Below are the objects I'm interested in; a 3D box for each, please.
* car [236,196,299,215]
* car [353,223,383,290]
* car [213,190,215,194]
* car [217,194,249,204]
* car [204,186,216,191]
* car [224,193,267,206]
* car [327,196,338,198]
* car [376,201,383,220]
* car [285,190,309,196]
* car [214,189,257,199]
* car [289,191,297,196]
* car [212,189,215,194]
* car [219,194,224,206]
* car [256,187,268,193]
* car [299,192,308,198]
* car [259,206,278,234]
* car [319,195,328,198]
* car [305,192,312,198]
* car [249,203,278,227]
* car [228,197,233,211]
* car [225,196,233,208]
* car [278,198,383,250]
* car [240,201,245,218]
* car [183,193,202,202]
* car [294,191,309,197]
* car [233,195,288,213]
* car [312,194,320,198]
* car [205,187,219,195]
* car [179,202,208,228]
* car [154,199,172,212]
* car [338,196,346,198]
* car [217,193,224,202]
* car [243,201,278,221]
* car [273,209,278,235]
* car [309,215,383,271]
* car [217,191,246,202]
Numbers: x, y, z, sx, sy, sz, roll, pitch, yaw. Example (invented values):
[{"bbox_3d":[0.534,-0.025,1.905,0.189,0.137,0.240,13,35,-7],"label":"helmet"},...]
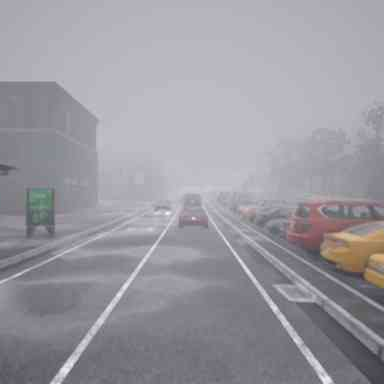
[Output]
[{"bbox_3d":[6.522,1.496,29.125,4.553,1.767,2.185,0,0,0],"label":"car"},{"bbox_3d":[6.523,1.566,6.837,5.366,1.575,1.946,0,0,0],"label":"car"},{"bbox_3d":[6.731,0.858,59.767,4.792,1.488,2.163,0,2,0],"label":"car"},{"bbox_3d":[6.659,1.058,54.206,5.008,1.535,2.097,0,2,0],"label":"car"},{"bbox_3d":[6.660,-0.140,95.132,5.008,1.535,2.097,0,3,0],"label":"car"},{"bbox_3d":[6.537,1.339,40.265,4.553,1.767,2.185,0,1,0],"label":"car"},{"bbox_3d":[19.643,1.457,40.359,5.008,1.535,2.097,0,1,0],"label":"car"},{"bbox_3d":[19.387,1.613,29.209,5.366,1.575,1.946,0,1,0],"label":"car"},{"bbox_3d":[19.786,0.856,59.871,4.674,1.452,2.002,0,2,0],"label":"car"},{"bbox_3d":[6.673,0.909,51.405,5.566,2.045,2.435,0,2,0],"label":"car"},{"bbox_3d":[19.767,0.975,57.089,4.674,1.452,2.002,0,2,0],"label":"car"},{"bbox_3d":[6.692,0.739,62.549,4.792,1.488,2.163,0,2,0],"label":"car"},{"bbox_3d":[6.577,1.364,45.849,4.792,1.488,2.163,0,1,0],"label":"car"},{"bbox_3d":[19.697,0.129,89.636,5.008,1.535,2.097,0,3,0],"label":"car"},{"bbox_3d":[19.910,1.151,51.386,5.366,1.575,1.946,0,2,0],"label":"car"},{"bbox_3d":[6.385,1.672,17.973,4.792,1.488,2.163,0,0,0],"label":"car"},{"bbox_3d":[19.663,1.396,43.148,5.008,1.535,2.097,0,1,0],"label":"car"},{"bbox_3d":[19.891,1.244,48.592,5.366,1.575,1.946,0,2,0],"label":"car"},{"bbox_3d":[6.428,1.649,20.760,5.008,1.535,2.097,0,0,0],"label":"car"},{"bbox_3d":[6.559,1.590,34.694,4.792,1.488,2.163,0,1,0],"label":"car"},{"bbox_3d":[6.520,1.546,37.481,4.792,1.488,2.163,0,1,0],"label":"car"},{"bbox_3d":[6.404,1.357,12.406,5.566,2.045,2.435,0,0,0],"label":"car"},{"bbox_3d":[6.475,1.679,26.339,4.674,1.452,2.002,0,0,0],"label":"car"},{"bbox_3d":[0.058,1.156,40.293,2.150,2.045,5.566,0,1,0],"label":"car"},{"bbox_3d":[19.773,1.081,54.178,4.792,1.488,2.163,0,2,0],"label":"car"},{"bbox_3d":[6.541,1.470,31.904,4.553,1.767,2.185,0,1,0],"label":"car"},{"bbox_3d":[19.658,1.355,45.940,4.792,1.488,2.163,0,2,0],"label":"car"},{"bbox_3d":[6.609,0.029,92.361,4.792,1.488,2.163,0,3,0],"label":"car"},{"bbox_3d":[0.095,1.666,23.448,1.994,1.385,4.181,0,0,0],"label":"car"},{"bbox_3d":[-3.337,1.497,39.419,2.033,1.411,5.357,0,1,0],"label":"car"},{"bbox_3d":[19.623,1.513,37.442,4.892,1.521,2.231,0,1,0],"label":"car"},{"bbox_3d":[6.619,1.253,48.626,4.892,1.521,2.231,0,2,0],"label":"car"},{"bbox_3d":[6.447,1.648,23.549,5.008,1.535,2.097,0,0,0],"label":"car"},{"bbox_3d":[6.393,1.667,15.187,4.674,1.452,2.002,0,0,0],"label":"car"},{"bbox_3d":[6.351,1.588,9.621,5.008,1.535,2.097,0,0,0],"label":"car"},{"bbox_3d":[6.714,0.821,56.978,4.553,1.767,2.185,0,2,0],"label":"car"}]
